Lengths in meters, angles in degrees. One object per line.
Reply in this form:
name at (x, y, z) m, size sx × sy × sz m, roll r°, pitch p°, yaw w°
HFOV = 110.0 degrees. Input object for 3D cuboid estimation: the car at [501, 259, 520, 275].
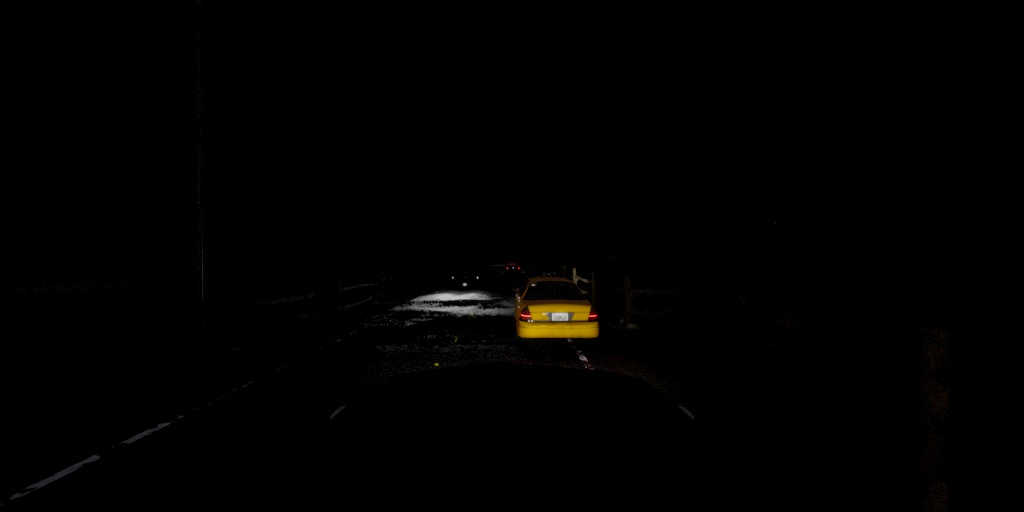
car at (0.130, 1.303, 39.692) m, size 2.033 × 1.411 × 5.357 m, roll 0°, pitch 0°, yaw 0°

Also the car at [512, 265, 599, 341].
car at (0.973, 1.204, 9.805) m, size 1.801 × 1.575 × 5.366 m, roll 0°, pitch 0°, yaw 0°

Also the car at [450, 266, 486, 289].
car at (-2.723, 1.349, 23.005) m, size 1.895 × 1.301 × 4.718 m, roll 0°, pitch 0°, yaw 0°
